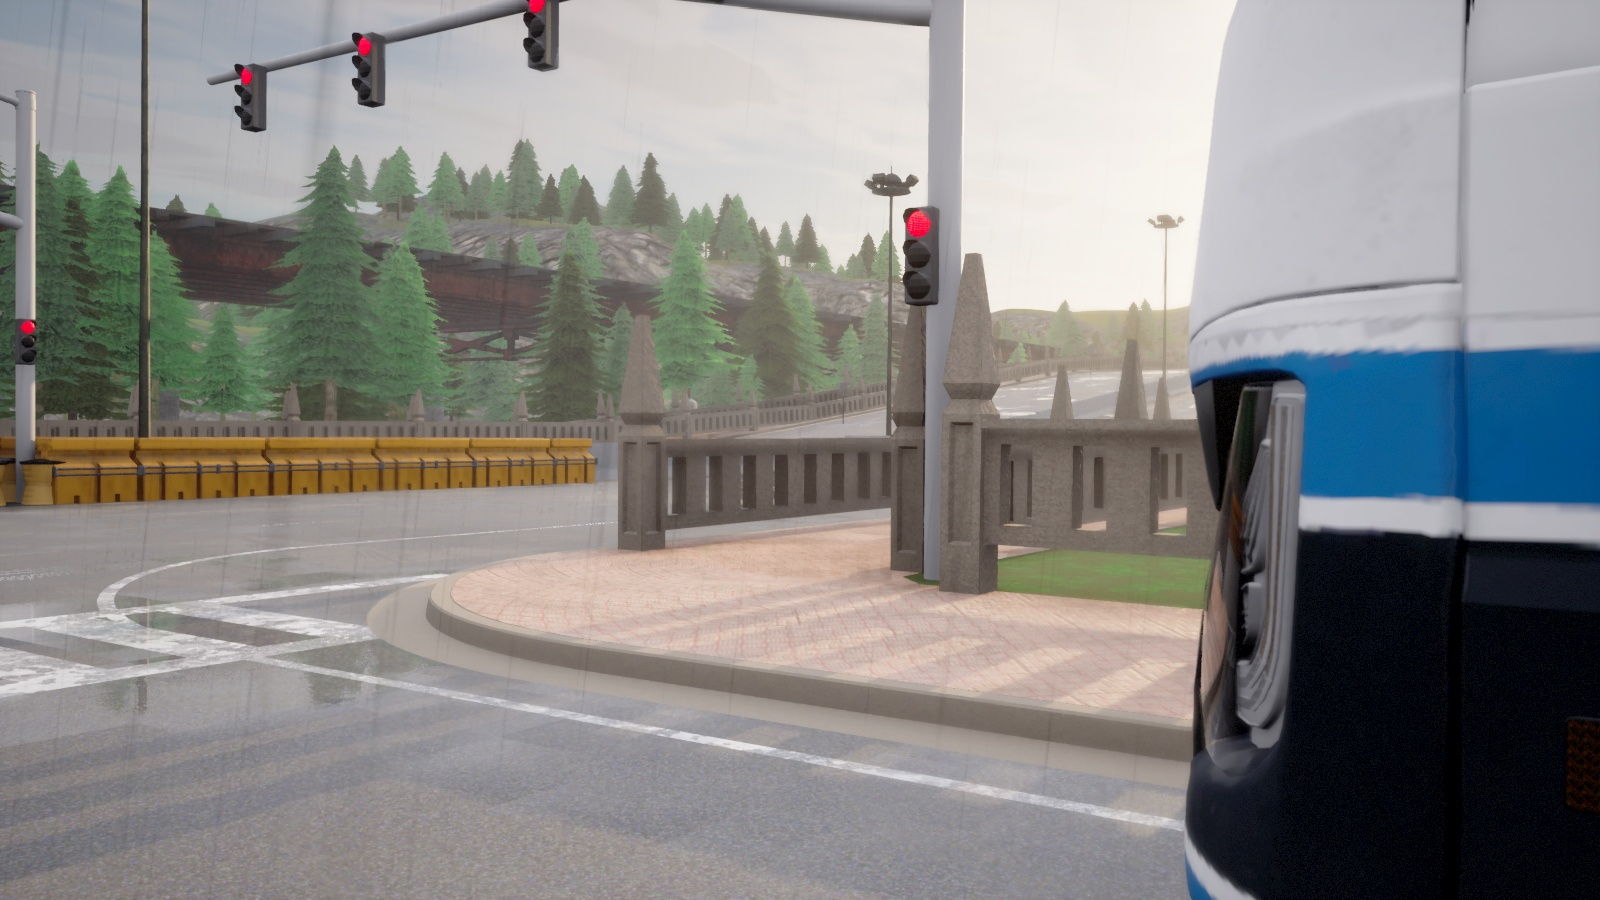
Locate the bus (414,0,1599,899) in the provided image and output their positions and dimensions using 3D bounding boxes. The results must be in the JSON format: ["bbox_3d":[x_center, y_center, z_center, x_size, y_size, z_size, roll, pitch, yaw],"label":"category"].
[{"bbox_3d":[4.893,-0.694,0.346,10.273,4.253,3.944,0,1,34],"label":"bus"}]
